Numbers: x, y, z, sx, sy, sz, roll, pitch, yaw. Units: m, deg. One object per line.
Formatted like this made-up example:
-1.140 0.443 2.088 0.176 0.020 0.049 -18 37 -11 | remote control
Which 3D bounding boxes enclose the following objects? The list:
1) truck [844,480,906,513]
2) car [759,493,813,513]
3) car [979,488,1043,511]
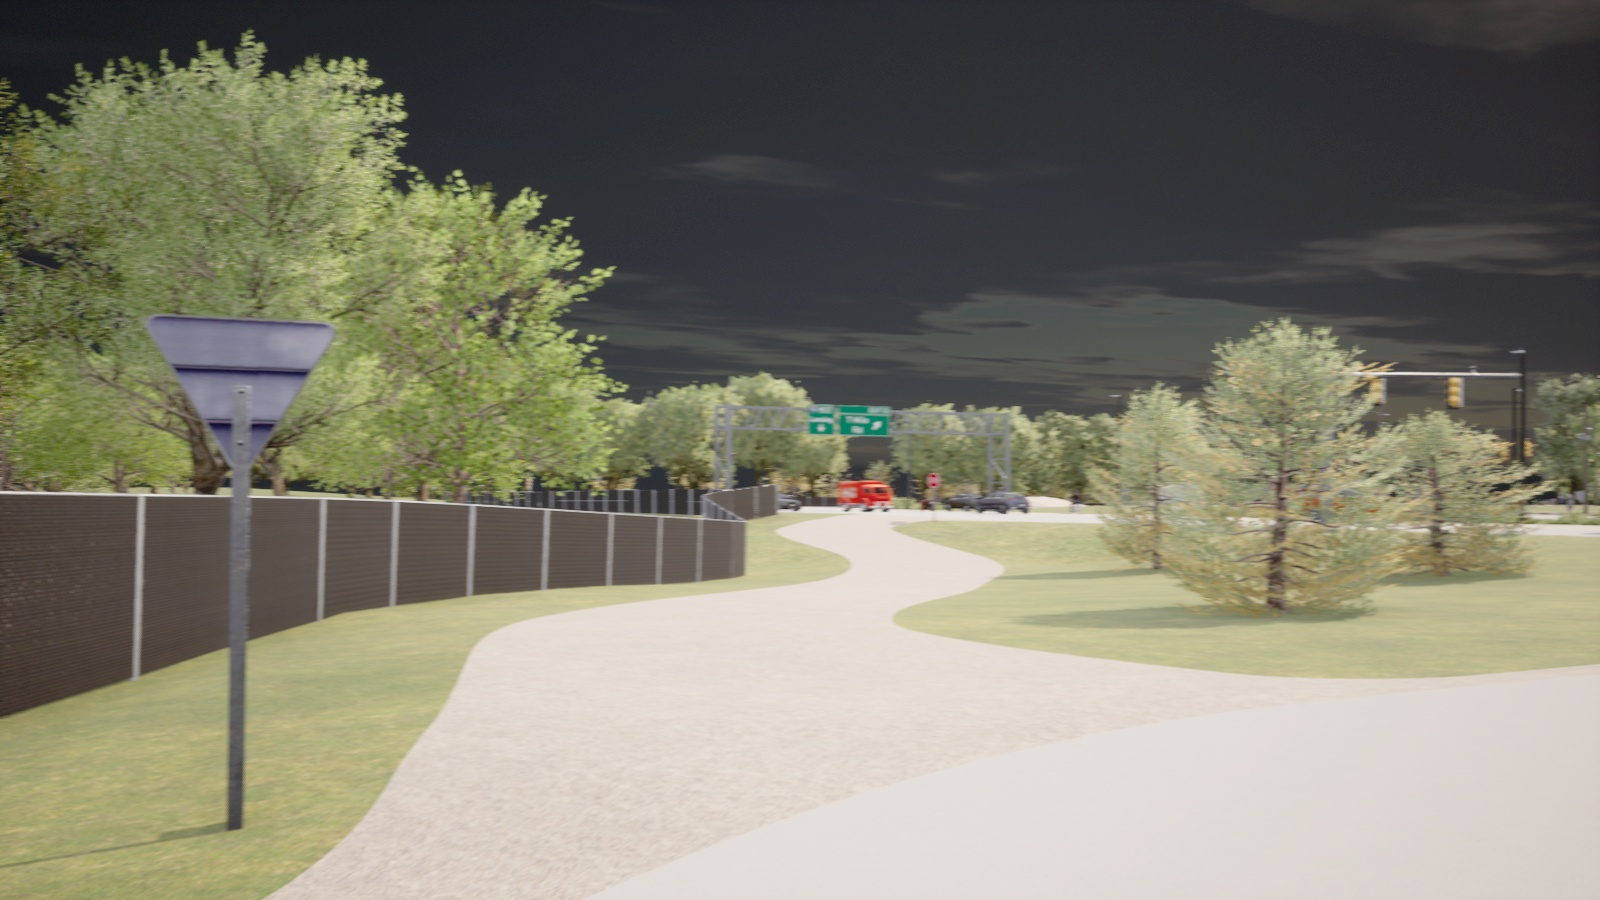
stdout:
5.786 3.622 97.395 2.627 2.467 5.204 0 -2 -25 | truck
-1.063 3.969 93.788 1.994 1.385 4.181 1 -3 -34 | car
15.553 3.652 92.891 2.152 1.651 5.027 0 -2 -25 | car
